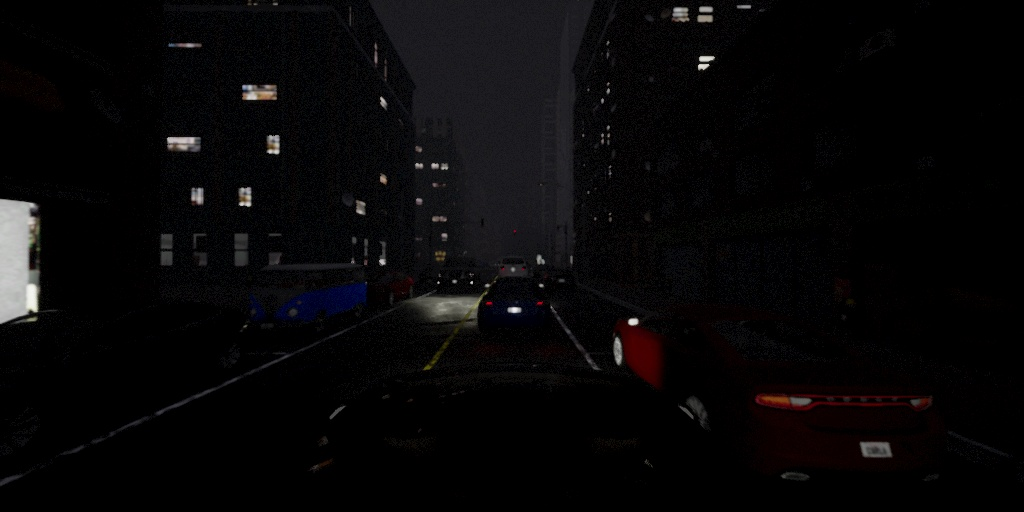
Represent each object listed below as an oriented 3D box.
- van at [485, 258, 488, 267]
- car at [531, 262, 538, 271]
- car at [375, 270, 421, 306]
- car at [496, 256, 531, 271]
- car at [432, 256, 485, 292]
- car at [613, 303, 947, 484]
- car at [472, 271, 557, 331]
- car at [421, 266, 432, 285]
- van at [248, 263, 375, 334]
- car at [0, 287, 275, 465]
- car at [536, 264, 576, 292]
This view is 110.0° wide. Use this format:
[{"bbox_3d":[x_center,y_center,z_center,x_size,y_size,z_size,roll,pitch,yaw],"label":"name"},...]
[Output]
[{"bbox_3d":[-5.706,1.260,64.904,1.690,1.789,3.998,0,0,0],"label":"van"},{"bbox_3d":[2.684,1.391,32.500,1.948,1.339,4.313,0,0,0],"label":"car"},{"bbox_3d":[-5.693,1.329,15.940,1.888,1.381,4.507,0,0,0],"label":"car"},{"bbox_3d":[0.082,1.038,28.637,2.150,2.045,5.566,0,0,0],"label":"car"},{"bbox_3d":[-3.101,1.021,22.147,2.150,2.045,5.566,0,0,0],"label":"car"},{"bbox_3d":[2.691,1.302,4.883,1.888,1.381,4.507,0,0,0],"label":"car"},{"bbox_3d":[0.073,1.337,11.074,1.994,1.385,4.181,0,0,0],"label":"car"},{"bbox_3d":[-5.696,1.377,26.987,1.948,1.339,4.313,0,0,0],"label":"car"},{"bbox_3d":[-5.692,1.111,10.417,1.690,1.789,3.998,0,0,0],"label":"van"},{"bbox_3d":[-5.690,1.323,4.893,1.948,1.339,4.313,0,0,0],"label":"car"},{"bbox_3d":[2.687,1.363,21.453,1.948,1.339,4.313,0,0,0],"label":"car"}]
